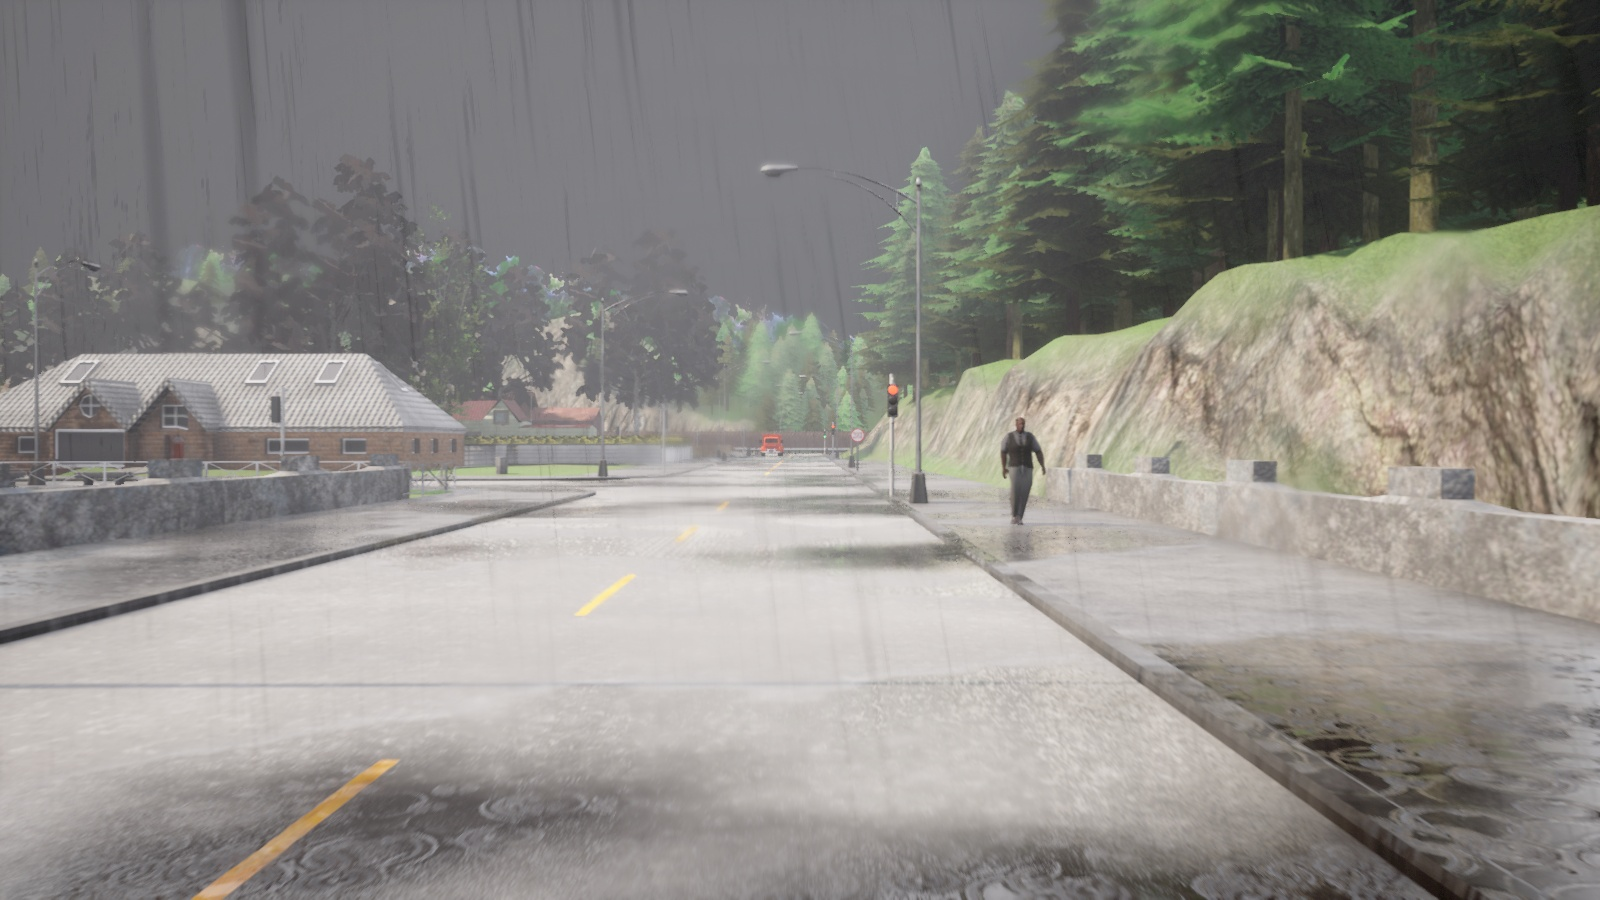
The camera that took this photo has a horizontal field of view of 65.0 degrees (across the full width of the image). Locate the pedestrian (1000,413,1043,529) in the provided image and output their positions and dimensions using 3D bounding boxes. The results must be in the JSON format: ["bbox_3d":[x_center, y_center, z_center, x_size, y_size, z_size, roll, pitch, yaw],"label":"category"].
[{"bbox_3d":[3.665,0.342,20.845,0.563,1.883,0.849,0,0,0],"label":"pedestrian"}]
